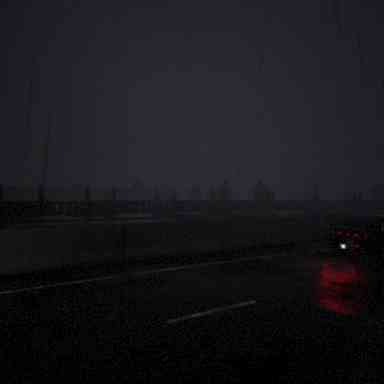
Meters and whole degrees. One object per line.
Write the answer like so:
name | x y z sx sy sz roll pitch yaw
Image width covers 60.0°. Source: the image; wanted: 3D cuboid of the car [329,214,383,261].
car | 7.345 1.620 12.581 4.892 1.490 1.837 0 0 -28
